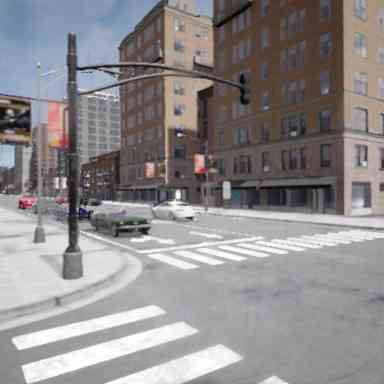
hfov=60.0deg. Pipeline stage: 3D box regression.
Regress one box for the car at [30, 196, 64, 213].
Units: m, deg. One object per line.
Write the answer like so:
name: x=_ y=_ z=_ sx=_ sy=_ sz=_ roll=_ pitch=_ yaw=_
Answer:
car: x=-14.831 y=1.462 z=33.890 sx=1.837 sy=1.490 sz=4.892 roll=0 pitch=0 yaw=-35

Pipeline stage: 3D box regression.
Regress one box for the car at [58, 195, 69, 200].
car: x=-21.666 y=1.277 z=55.655 sx=2.097 sy=1.767 sz=4.553 roll=0 pitch=0 yaw=-35

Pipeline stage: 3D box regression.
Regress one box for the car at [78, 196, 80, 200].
car: x=-21.576 y=1.404 z=61.263 sx=2.128 sy=1.511 sz=4.902 roll=0 pitch=0 yaw=-34

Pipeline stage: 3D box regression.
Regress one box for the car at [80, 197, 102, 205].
car: x=-15.898 y=1.478 z=52.998 sx=1.994 sy=1.385 sz=4.181 roll=0 pitch=0 yaw=-34

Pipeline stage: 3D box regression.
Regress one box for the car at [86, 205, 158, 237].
car: x=-3.945 y=1.569 z=18.032 sx=1.895 sy=1.301 sz=4.718 roll=0 pitch=0 yaw=-34

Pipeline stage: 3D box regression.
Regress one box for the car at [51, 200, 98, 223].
car: x=-9.113 y=1.563 z=25.557 sx=1.895 sy=1.301 sz=4.718 roll=0 pitch=0 yaw=-34

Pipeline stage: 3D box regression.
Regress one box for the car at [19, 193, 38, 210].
car: x=-20.602 y=1.175 z=42.371 sx=2.150 sy=2.045 sz=5.566 roll=0 pitch=0 yaw=-34

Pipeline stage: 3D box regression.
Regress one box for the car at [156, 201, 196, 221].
car: x=-1.516 y=1.464 z=26.373 sx=1.812 sy=1.442 sz=4.674 roll=0 pitch=0 yaw=-35
